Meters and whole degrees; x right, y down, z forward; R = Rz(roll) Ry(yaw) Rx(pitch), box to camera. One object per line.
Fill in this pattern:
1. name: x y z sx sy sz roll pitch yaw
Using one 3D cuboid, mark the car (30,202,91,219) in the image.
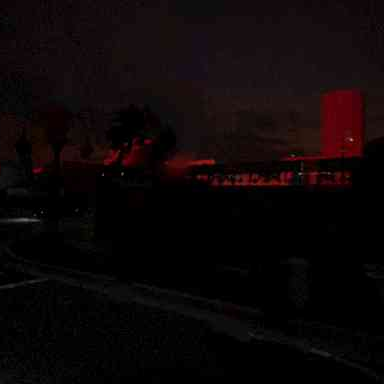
1. car: -11.940 1.625 30.720 2.033 1.411 5.357 0 0 35
